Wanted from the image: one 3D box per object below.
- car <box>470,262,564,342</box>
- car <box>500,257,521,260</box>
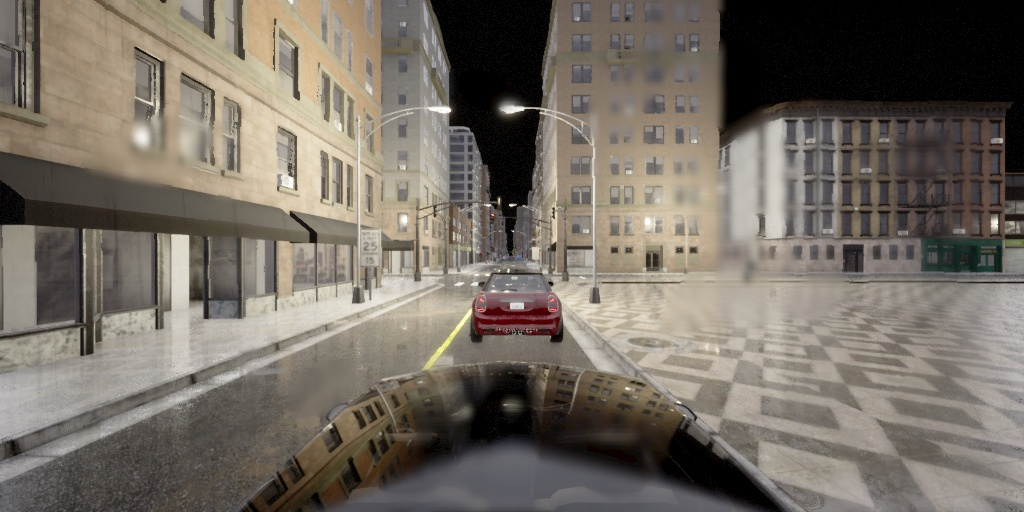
[{"bbox_3d":[0.112,1.102,9.885,2.097,1.767,4.553,0,0,0],"label":"car"},{"bbox_3d":[0.073,1.101,19.701,2.097,1.767,4.553,0,0,-1],"label":"car"}]
